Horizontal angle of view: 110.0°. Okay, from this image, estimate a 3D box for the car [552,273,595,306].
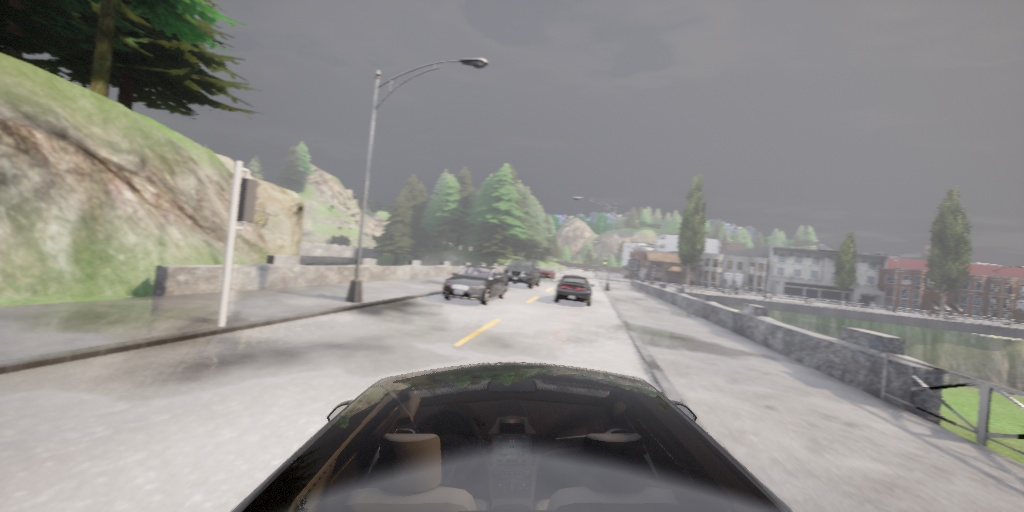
[{"bbox_3d":[3.426,1.830,19.655,1.837,1.490,4.892,6,-1,12],"label":"car"}]

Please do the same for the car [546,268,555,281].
[{"bbox_3d":[3.858,2.049,41.008,1.895,1.301,4.718,6,0,13],"label":"car"}]

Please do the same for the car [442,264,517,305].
[{"bbox_3d":[-1.496,1.198,16.084,2.128,1.511,4.902,6,0,12],"label":"car"}]

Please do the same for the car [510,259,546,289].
[{"bbox_3d":[0.826,1.250,26.850,2.150,2.045,5.566,6,-1,12],"label":"car"}]
